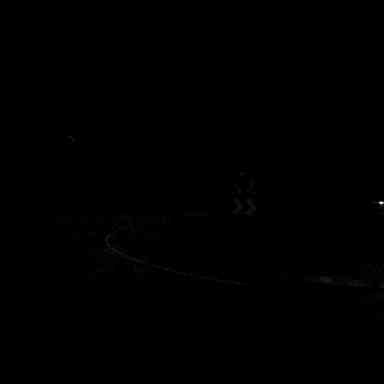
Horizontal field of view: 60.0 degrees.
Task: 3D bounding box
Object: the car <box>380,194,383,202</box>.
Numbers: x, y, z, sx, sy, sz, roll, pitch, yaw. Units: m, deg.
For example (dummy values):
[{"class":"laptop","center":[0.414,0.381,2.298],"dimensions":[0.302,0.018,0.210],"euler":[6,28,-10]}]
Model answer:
[{"class":"car","center":[37.139,1.118,63.414],"dimensions":[1.837,1.490,4.892],"euler":[1,1,33]}]
